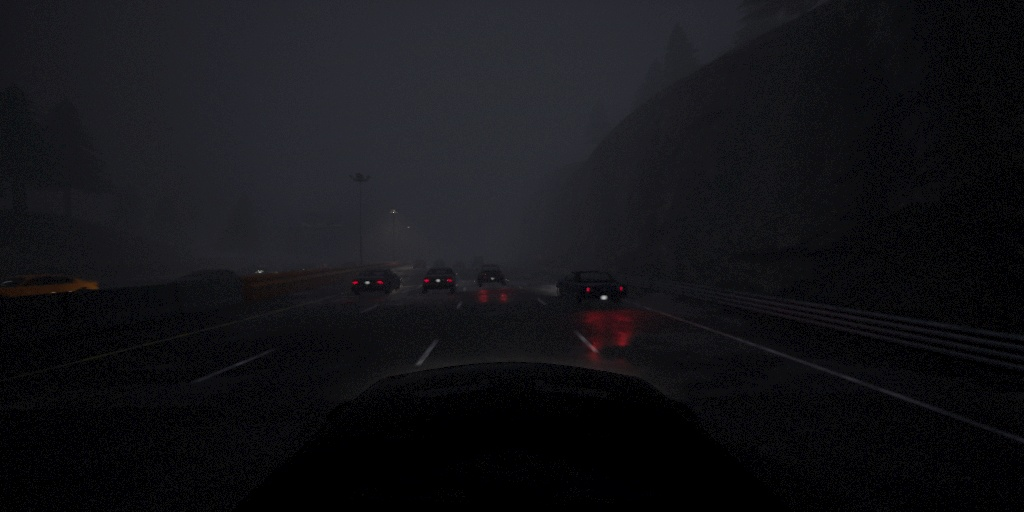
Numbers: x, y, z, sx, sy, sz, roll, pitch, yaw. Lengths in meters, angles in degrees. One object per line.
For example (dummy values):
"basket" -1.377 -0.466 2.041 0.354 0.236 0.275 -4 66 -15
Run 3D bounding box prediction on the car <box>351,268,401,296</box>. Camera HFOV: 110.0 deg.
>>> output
"car" -7.721 1.424 20.739 2.033 1.411 5.357 -1 0 -8

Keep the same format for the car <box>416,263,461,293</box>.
"car" -4.275 1.370 21.451 2.033 1.411 5.357 -1 0 -8

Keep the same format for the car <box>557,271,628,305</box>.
"car" 3.299 1.302 15.861 1.895 1.301 4.718 -1 0 -5

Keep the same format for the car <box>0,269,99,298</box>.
"car" -21.771 1.576 16.044 1.882 1.535 5.008 -1 0 -5

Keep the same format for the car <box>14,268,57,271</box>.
"car" -29.539 1.575 21.991 2.097 1.767 4.553 -1 0 -8

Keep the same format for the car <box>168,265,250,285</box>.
"car" -19.005 1.561 22.425 1.837 1.490 4.892 -1 0 -8

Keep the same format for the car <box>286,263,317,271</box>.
"car" -27.470 1.675 47.411 1.882 1.535 5.008 -1 1 -12

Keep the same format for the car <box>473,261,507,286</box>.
"car" -1.626 1.307 25.887 1.812 1.442 4.674 -1 0 -9

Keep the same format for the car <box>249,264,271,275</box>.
"car" -29.746 1.722 41.417 2.128 1.511 4.902 -1 0 -12

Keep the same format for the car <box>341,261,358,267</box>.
"car" -25.894 1.659 57.141 1.837 1.490 4.892 -1 2 -12
